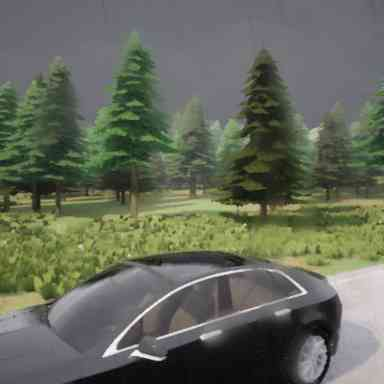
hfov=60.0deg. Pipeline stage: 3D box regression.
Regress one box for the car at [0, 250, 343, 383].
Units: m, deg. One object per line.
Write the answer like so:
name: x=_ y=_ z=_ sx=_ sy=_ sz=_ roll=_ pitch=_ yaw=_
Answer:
car: x=-0.266 y=1.516 z=3.790 sx=4.892 sy=1.490 sz=1.837 roll=1 pitch=0 yaw=-34
